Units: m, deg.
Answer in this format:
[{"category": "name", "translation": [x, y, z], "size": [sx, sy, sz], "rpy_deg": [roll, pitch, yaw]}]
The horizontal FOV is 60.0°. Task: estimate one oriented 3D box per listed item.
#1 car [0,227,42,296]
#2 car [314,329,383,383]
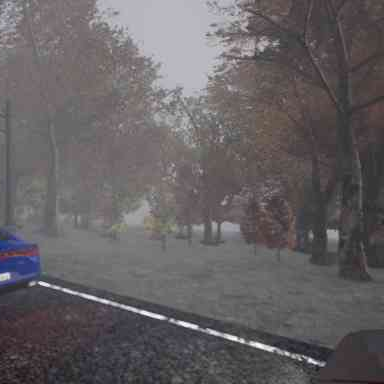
[{"category": "car", "translation": [-5.373, 1.429, 7.419], "size": [5.008, 1.535, 1.882], "rpy_deg": [-2, 2, 36]}, {"category": "car", "translation": [3.354, 1.403, 1.552], "size": [5.357, 1.411, 2.033], "rpy_deg": [-3, -3, 35]}]
